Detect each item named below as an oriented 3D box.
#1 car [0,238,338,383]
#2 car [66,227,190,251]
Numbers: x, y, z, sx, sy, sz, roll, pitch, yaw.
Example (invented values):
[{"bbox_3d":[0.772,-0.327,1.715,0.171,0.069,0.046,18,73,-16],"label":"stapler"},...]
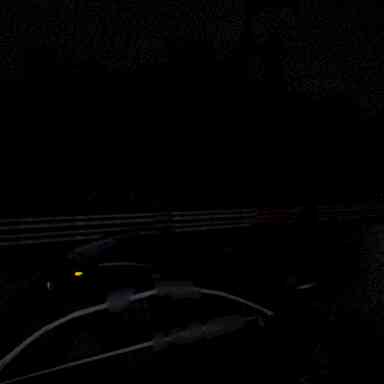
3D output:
[{"bbox_3d":[-0.478,1.489,3.373,4.902,1.511,2.128,0,0,-35],"label":"car"},{"bbox_3d":[-0.759,1.521,7.457,4.674,1.442,1.812,0,0,-35],"label":"car"}]
